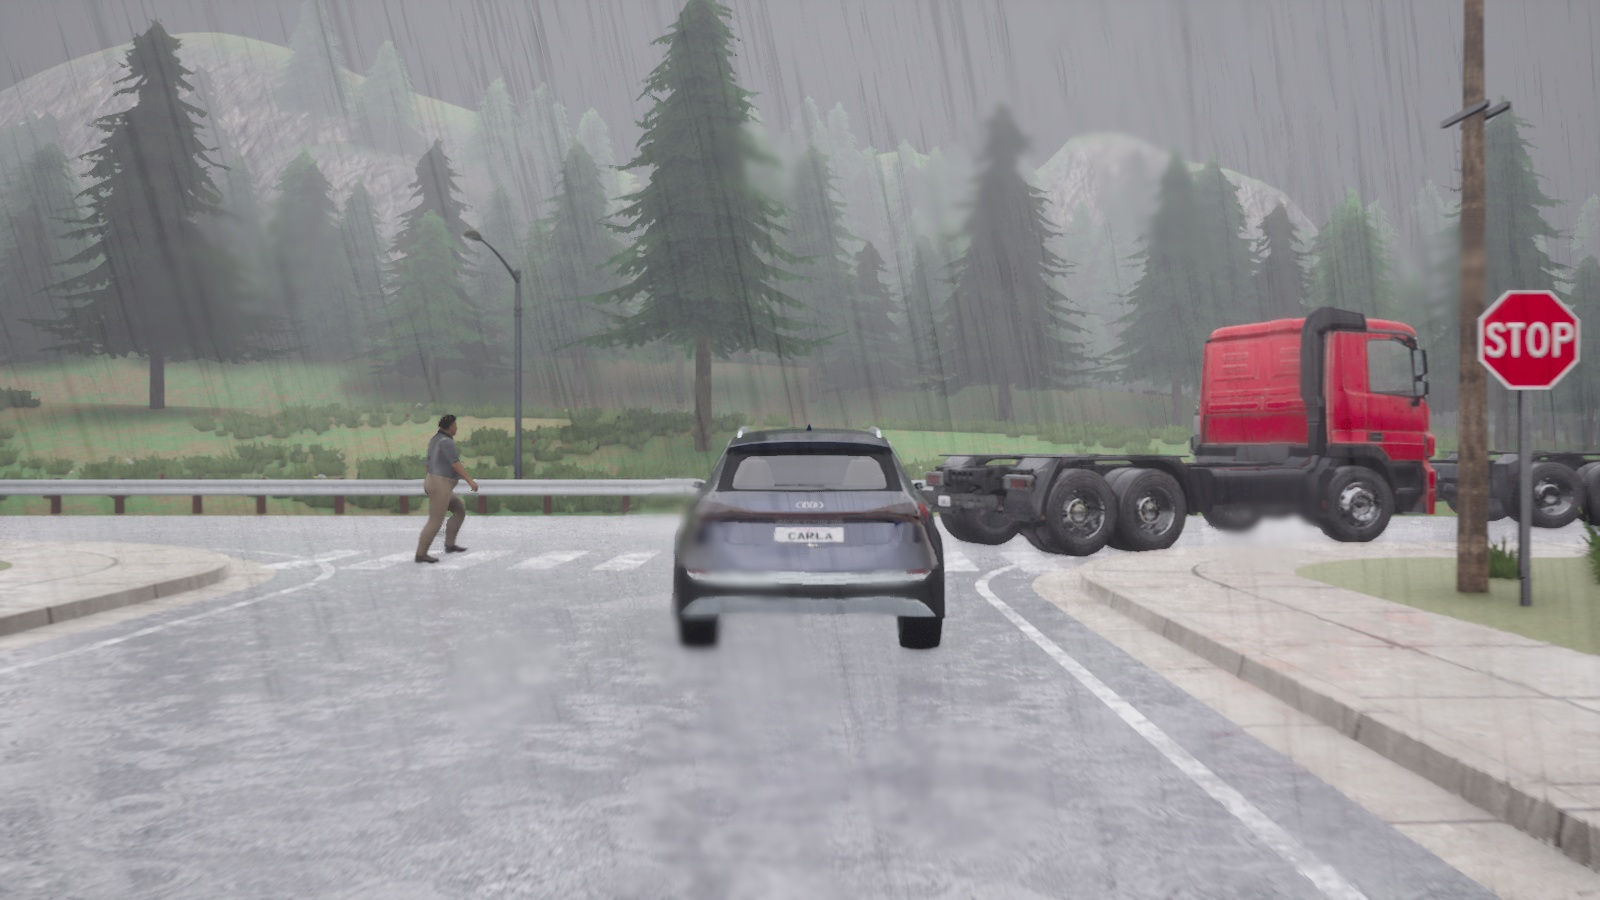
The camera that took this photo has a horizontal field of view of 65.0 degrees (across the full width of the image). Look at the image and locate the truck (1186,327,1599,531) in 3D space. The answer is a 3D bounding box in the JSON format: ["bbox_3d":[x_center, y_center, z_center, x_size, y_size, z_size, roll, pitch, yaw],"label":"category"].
[{"bbox_3d":[11.411,-0.364,22.786,7.936,3.462,2.891,0,0,1],"label":"truck"}]

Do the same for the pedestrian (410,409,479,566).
[{"bbox_3d":[-4.311,0.439,15.235,0.694,1.848,0.540,0,0,-30],"label":"pedestrian"}]

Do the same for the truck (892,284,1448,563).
[{"bbox_3d":[5.538,-0.344,18.544,7.936,3.462,2.891,0,0,-25],"label":"truck"}]

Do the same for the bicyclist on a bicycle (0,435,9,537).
[{"bbox_3d":[-13.522,0.568,19.872,1.656,1.620,0.582,0,0,1],"label":"bicyclist on a bicycle"}]

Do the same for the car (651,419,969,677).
[{"bbox_3d":[0.075,0.613,10.459,2.033,1.649,4.856,0,0,0],"label":"car"}]
